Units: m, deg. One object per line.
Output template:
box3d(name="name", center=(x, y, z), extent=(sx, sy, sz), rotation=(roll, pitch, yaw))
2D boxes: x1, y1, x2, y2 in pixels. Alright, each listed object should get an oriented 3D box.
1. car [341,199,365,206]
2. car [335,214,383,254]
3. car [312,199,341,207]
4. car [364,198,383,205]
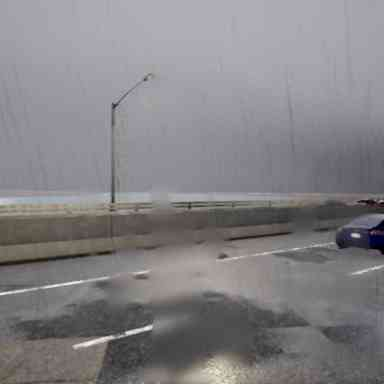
box3d(name="car", center=(20.396, 1.539, 39.654), extent=(5.008, 1.535, 1.882), rotation=(0, 0, -34))
box3d(name="car", center=(7.707, 1.586, 13.487), extent=(4.181, 1.385, 1.994), rotation=(0, 0, -35))
box3d(name="car", center=(17.284, 1.607, 41.757), extent=(5.357, 1.411, 2.033), rotation=(0, 0, -34))
box3d(name="car", center=(20.935, 1.584, 35.773), extent=(4.674, 1.442, 1.812), rotation=(0, 0, -35))
